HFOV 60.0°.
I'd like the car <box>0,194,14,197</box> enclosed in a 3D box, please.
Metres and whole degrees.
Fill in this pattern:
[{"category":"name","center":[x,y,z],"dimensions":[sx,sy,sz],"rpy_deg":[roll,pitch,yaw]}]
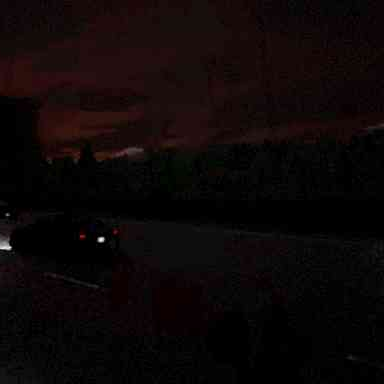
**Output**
[{"category":"car","center":[-17.049,0.927,29.048],"dimensions":[4.553,1.767,2.097],"rpy_deg":[1,1,35]}]

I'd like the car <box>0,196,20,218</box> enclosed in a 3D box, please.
[{"category":"car","center":[-13.331,1.197,22.098],"dimensions":[4.674,1.442,1.812],"rpy_deg":[1,1,35]}]

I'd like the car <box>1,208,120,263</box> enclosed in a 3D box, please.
[{"category":"car","center":[-4.443,1.421,11.460],"dimensions":[4.181,1.385,1.994],"rpy_deg":[1,1,35]}]
